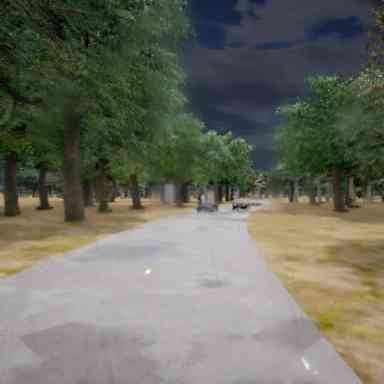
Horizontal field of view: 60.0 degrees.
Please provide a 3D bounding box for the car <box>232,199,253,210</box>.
[{"bbox_3d":[6.656,1.743,44.531,1.895,1.301,4.718,1,0,17],"label":"car"}]

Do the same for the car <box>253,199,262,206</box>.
[{"bbox_3d":[11.554,1.896,60.318,1.895,1.301,4.718,1,0,18],"label":"car"}]

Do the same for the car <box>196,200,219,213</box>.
[{"bbox_3d":[1.909,1.618,39.120,2.033,1.411,5.357,1,0,14],"label":"car"}]
